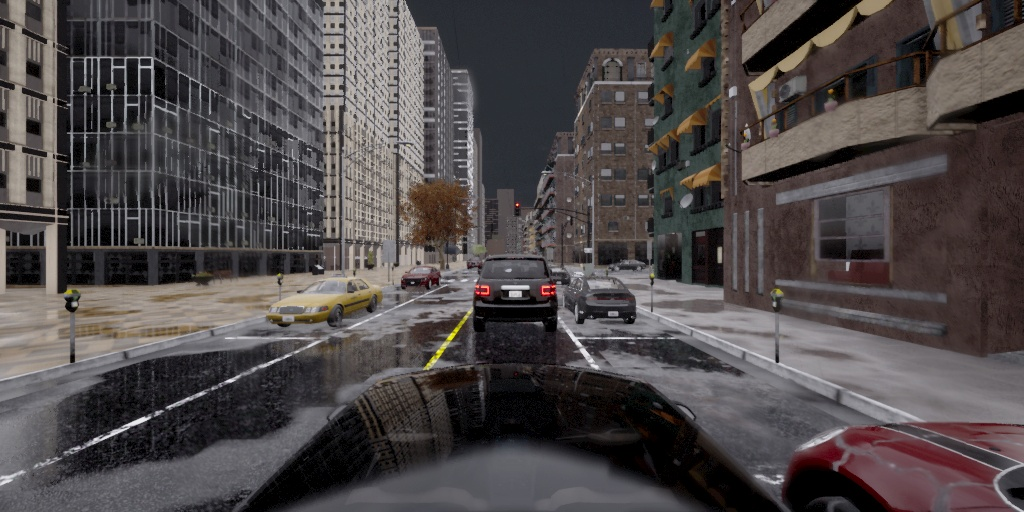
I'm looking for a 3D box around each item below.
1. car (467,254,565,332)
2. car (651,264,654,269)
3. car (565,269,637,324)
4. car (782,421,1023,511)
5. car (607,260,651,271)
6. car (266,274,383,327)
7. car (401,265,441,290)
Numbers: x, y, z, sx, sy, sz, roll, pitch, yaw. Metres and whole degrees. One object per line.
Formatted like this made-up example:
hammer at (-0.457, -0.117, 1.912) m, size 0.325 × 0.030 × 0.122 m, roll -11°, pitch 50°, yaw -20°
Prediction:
car at (0.091, 0.972, 10.980) m, size 2.150 × 2.045 × 5.566 m, roll 0°, pitch 0°, yaw 0°
car at (18.838, 1.006, 42.237) m, size 4.829 × 1.417 × 1.751 m, roll 0°, pitch 0°, yaw -1°
car at (2.690, 1.301, 11.703) m, size 2.007 × 1.370 × 4.403 m, roll 0°, pitch 0°, yaw 0°
car at (2.687, 1.190, 0.638) m, size 1.967 × 1.591 × 4.097 m, roll 0°, pitch 0°, yaw 0°
car at (13.441, 1.109, 42.183) m, size 4.403 × 1.370 × 2.007 m, roll 0°, pitch 0°, yaw -1°
car at (-5.690, 1.276, 11.536) m, size 1.751 × 1.417 × 4.829 m, roll 0°, pitch 0°, yaw 0°
car at (-5.688, 1.299, 22.771) m, size 1.888 × 1.381 × 4.507 m, roll 0°, pitch 0°, yaw 0°
